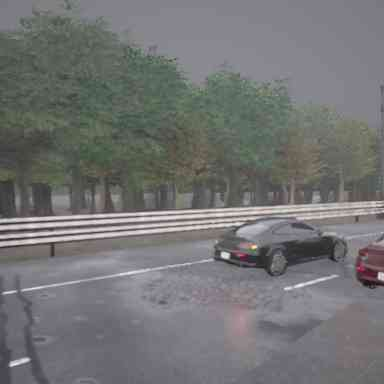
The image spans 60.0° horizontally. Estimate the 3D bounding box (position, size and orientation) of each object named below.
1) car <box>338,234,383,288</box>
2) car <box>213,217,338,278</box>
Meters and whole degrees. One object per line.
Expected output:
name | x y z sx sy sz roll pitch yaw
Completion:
car | 5.624 1.467 7.760 4.674 1.442 1.812 0 0 -36
car | 2.737 1.473 10.001 4.674 1.442 1.812 0 0 -35
